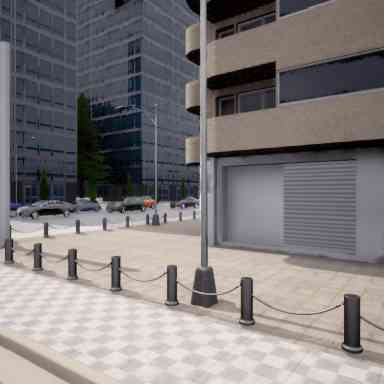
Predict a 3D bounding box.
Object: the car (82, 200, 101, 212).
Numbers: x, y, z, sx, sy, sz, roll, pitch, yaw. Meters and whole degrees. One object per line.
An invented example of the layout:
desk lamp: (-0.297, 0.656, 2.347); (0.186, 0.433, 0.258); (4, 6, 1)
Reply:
car: (-11.722, 1.508, 35.292); (1.994, 1.385, 4.181); (0, 0, 36)

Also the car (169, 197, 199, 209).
car: (-0.977, 1.449, 44.198); (1.837, 1.490, 4.892); (0, 0, 36)

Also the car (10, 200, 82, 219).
car: (-12.387, 1.436, 28.395); (2.128, 1.511, 4.902); (0, 0, 36)

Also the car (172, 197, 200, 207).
car: (-0.818, 1.470, 50.374); (1.812, 1.442, 4.674); (0, 0, 36)

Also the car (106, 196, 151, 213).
car: (-7.047, 1.297, 35.798); (2.097, 1.767, 4.553); (0, 0, 36)

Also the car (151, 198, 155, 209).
car: (-6.781, 1.297, 42.142); (2.097, 1.767, 4.553); (0, 0, 36)
